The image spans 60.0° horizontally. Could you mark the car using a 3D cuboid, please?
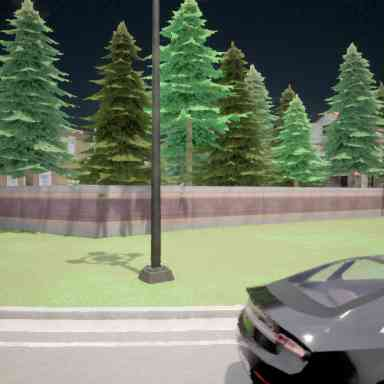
[{"bbox_3d":[2.936,1.491,3.654,4.902,1.511,2.128,0,0,-7],"label":"car"}]
